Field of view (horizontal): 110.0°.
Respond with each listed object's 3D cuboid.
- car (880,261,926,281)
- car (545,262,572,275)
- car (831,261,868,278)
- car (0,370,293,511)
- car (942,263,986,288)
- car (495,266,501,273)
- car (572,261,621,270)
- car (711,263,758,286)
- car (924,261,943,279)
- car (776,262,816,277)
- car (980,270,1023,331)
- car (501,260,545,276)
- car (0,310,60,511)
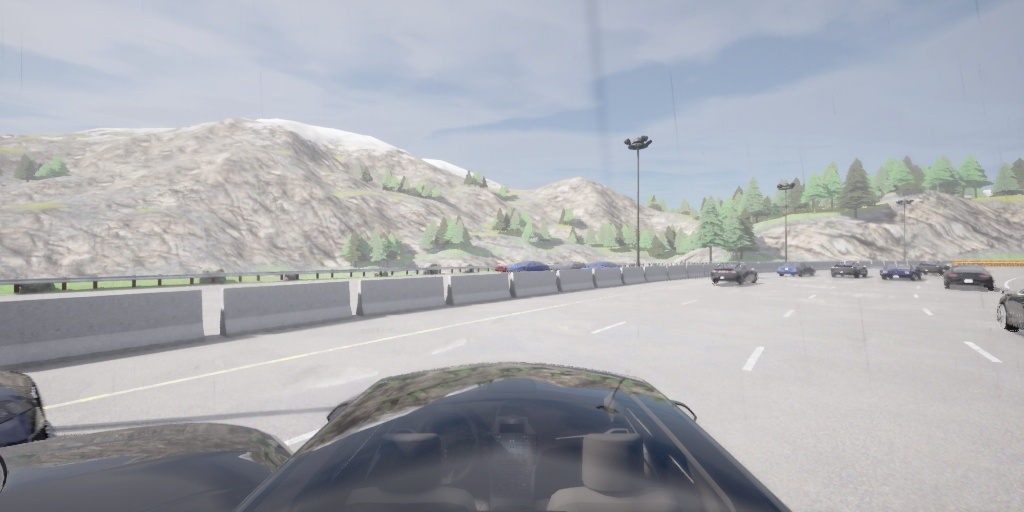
[{"bbox_3d":[32.302,1.351,29.723,4.718,1.301,1.895,0,0,-35],"label":"car"},{"bbox_3d":[6.081,1.298,35.809,5.357,1.411,2.033,0,0,-42],"label":"car"},{"bbox_3d":[31.368,1.241,33.332,4.902,1.511,2.128,0,0,-35],"label":"car"},{"bbox_3d":[-2.982,1.255,0.515,4.892,1.490,1.837,0,0,-45],"label":"car"},{"bbox_3d":[28.389,1.275,22.347,4.674,1.442,1.812,0,0,-39],"label":"car"},{"bbox_3d":[0.336,1.351,40.053,4.718,1.301,1.895,0,0,-42],"label":"car"},{"bbox_3d":[8.052,1.227,32.871,5.008,1.535,1.882,0,0,-42],"label":"car"},{"bbox_3d":[15.844,1.241,25.498,4.902,1.511,2.128,0,0,-42],"label":"car"},{"bbox_3d":[43.305,1.241,36.857,4.902,1.511,2.128,0,0,-31],"label":"car"},{"bbox_3d":[28.007,1.297,35.286,5.357,1.411,2.033,0,0,-35],"label":"car"},{"bbox_3d":[12.810,1.241,7.928,2.128,1.511,4.902,0,0,43],"label":"car"},{"bbox_3d":[1.613,1.227,36.475,5.008,1.535,1.882,0,0,-42],"label":"car"},{"bbox_3d":[-5.816,1.313,1.901,1.994,1.385,4.181,0,0,36],"label":"car"}]
